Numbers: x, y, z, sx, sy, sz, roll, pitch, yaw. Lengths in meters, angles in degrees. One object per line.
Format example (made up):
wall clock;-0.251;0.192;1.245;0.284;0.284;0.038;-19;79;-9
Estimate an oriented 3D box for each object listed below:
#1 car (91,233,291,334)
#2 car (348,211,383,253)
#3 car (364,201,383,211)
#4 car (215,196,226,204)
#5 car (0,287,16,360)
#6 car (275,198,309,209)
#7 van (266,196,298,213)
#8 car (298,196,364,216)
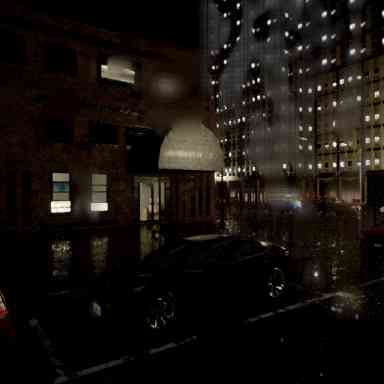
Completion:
car;0.199;1.565;6.774;4.313;1.339;1.947;0;0;-35
car;8.045;1.543;12.440;4.507;1.381;1.887;0;0;-35
car;20.017;1.499;36.535;2.008;1.369;4.403;0;0;-35
car;4.099;1.437;59.417;1.752;1.417;4.829;0;0;-35
car;-4.268;1.440;3.526;4.097;1.590;1.967;0;0;-35
car;13.689;1.514;45.632;1.802;1.307;4.206;0;0;-35
van;9.972;1.326;36.297;1.690;1.788;3.998;0;0;-35
car;13.136;1.308;31.748;2.192;1.841;5.009;0;0;-35
